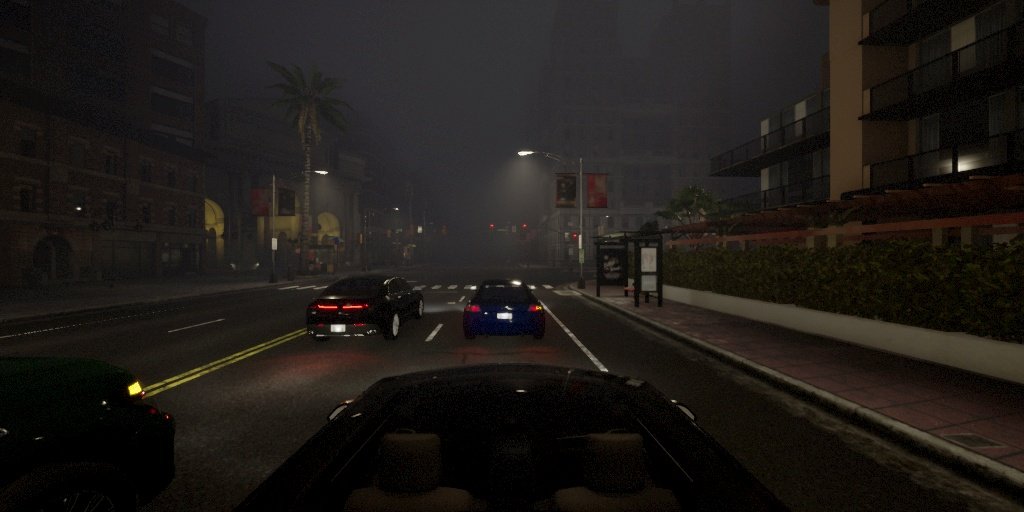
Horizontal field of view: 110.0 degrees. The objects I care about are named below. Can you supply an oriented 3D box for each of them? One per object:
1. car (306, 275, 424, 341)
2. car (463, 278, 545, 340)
[{"bbox_3d":[-3.725,1.255,9.879,1.837,1.490,4.892,0,0,-3],"label":"car"},{"bbox_3d":[-0.236,1.314,10.035,1.994,1.385,4.181,0,0,-2],"label":"car"}]
